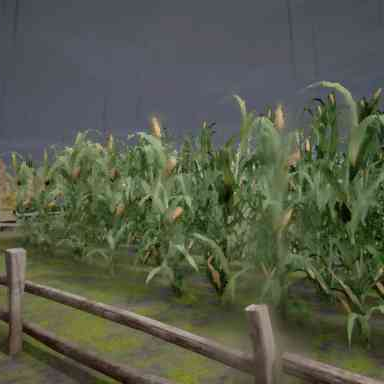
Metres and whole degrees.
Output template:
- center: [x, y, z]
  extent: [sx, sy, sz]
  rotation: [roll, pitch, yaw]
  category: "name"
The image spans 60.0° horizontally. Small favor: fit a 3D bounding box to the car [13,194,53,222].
- center: [-11.110, 1.186, 26.426]
  extent: [2.150, 2.045, 5.566]
  rotation: [0, 0, 36]
  category: "car"
